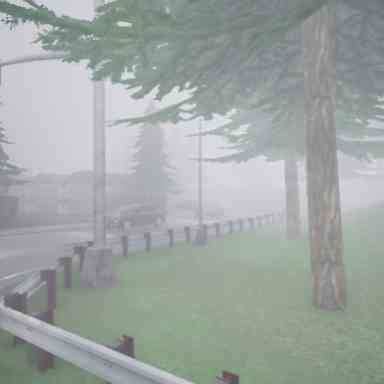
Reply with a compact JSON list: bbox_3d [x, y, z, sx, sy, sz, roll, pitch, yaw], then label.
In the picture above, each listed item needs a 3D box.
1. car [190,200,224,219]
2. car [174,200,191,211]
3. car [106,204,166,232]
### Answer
[{"bbox_3d":[1.653,1.589,29.710,1.812,1.442,4.674,0,0,18],"label":"car"},{"bbox_3d":[0.049,1.657,40.176,2.033,1.411,5.357,0,0,-44],"label":"car"},{"bbox_3d":[-3.646,1.565,20.950,1.837,1.490,4.892,0,0,35],"label":"car"}]
